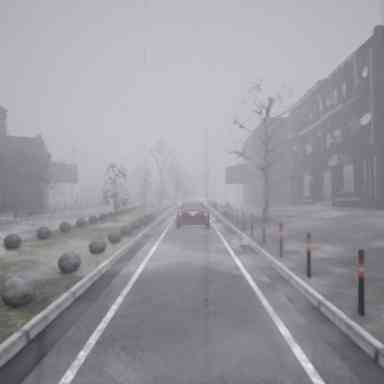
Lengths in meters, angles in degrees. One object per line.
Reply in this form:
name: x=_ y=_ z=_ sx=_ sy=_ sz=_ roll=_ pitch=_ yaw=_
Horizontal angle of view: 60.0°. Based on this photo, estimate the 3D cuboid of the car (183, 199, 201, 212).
car: x=0.046 y=1.589 z=40.090 sx=2.033 sy=1.411 sz=5.357 roll=0 pitch=0 yaw=0

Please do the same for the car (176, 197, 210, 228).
car: x=0.069 y=1.375 z=22.309 sx=2.097 sy=1.767 sz=4.553 roll=0 pitch=0 yaw=0
